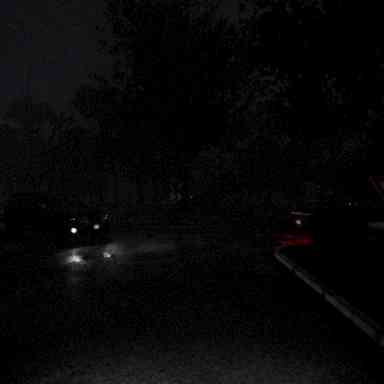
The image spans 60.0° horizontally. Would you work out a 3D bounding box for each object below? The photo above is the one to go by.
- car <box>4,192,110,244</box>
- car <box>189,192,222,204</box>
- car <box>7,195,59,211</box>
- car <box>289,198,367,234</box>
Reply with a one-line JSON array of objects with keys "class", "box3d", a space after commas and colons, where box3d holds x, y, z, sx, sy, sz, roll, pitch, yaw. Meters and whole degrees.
[{"class": "car", "box3d": [-6.218, 1.049, 15.092, 5.566, 2.045, 2.150, 0, 0, 33]}, {"class": "car", "box3d": [1.833, 0.820, 46.866, 4.553, 1.767, 2.097, 0, 1, 12]}, {"class": "car", "box3d": [-16.862, 1.088, 35.598, 2.128, 1.511, 4.902, 0, 1, 18]}, {"class": "car", "box3d": [7.411, 1.286, 17.927, 4.902, 1.511, 2.128, 0, 1, -31]}]
